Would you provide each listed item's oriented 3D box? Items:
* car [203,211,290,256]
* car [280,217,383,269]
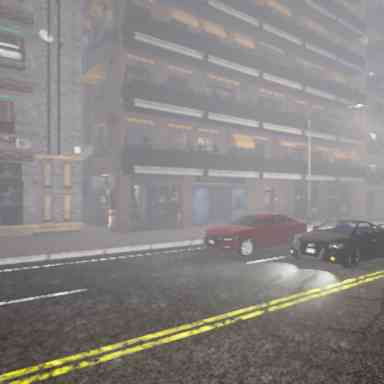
[{"bbox_3d":[2.734,1.579,13.722,5.008,1.535,1.882,1,0,-36],"label":"car"},{"bbox_3d":[5.314,1.664,11.589,4.181,1.385,1.994,1,0,-36],"label":"car"}]
